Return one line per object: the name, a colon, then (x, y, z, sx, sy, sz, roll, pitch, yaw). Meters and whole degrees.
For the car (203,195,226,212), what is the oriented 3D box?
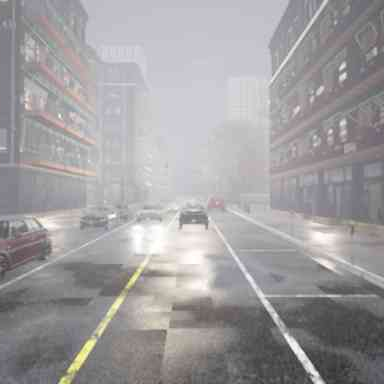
car: (2.703, 1.309, 37.930, 2.192, 1.841, 5.009, 1, 0, 0)

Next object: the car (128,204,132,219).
car: (-5.647, 1.577, 26.499, 1.802, 1.307, 4.206, 1, 0, 0)

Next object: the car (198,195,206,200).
car: (2.692, 1.561, 92.573, 2.008, 1.369, 4.403, 1, 0, 0)

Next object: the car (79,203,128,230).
car: (-5.646, 1.546, 20.814, 2.008, 1.369, 4.403, 1, 0, 0)

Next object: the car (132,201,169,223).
car: (-3.074, 1.596, 25.686, 1.895, 1.301, 4.718, 0, 0, 0)

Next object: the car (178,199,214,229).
car: (0.097, 1.488, 21.845, 2.128, 1.511, 4.902, 0, 0, 0)

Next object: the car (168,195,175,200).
car: (-5.688, 1.592, 92.581, 1.802, 1.307, 4.206, 1, 0, 0)

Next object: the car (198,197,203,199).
car: (0.128, 1.595, 38.307, 1.895, 1.301, 4.718, 0, 0, 1)

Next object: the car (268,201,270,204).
car: (15.205, 1.584, 56.964, 4.313, 1.339, 1.947, 0, -1, 1)

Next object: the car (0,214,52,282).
car: (-5.643, 1.438, 9.445, 1.967, 1.590, 4.097, 1, 0, 0)

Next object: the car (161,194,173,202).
car: (-5.686, 1.583, 70.427, 1.802, 1.307, 4.206, 1, 0, 0)

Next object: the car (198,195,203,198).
car: (2.694, 1.528, 76.130, 1.752, 1.417, 4.829, 1, 0, 0)
